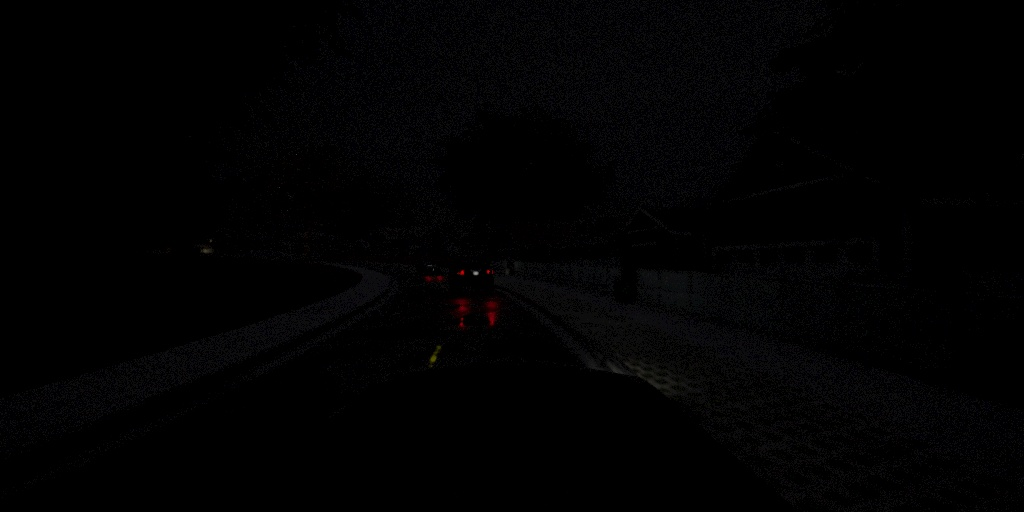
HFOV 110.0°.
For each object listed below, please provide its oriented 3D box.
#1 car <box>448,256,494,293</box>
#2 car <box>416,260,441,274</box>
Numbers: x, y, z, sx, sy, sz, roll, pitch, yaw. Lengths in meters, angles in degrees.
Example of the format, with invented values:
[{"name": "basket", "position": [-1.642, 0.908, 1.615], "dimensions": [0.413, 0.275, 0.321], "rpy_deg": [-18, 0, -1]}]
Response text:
[{"name": "car", "position": [-2.527, 0.991, 21.322], "dimensions": [2.150, 2.045, 5.566], "rpy_deg": [0, 0, -14]}, {"name": "car", "position": [-9.089, 1.150, 38.686], "dimensions": [2.128, 1.511, 4.902], "rpy_deg": [0, 1, -27]}]
